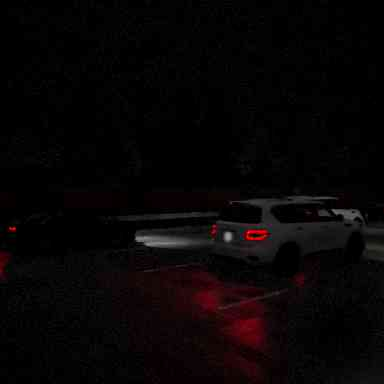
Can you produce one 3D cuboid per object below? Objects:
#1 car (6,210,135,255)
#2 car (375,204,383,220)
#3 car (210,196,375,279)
[{"bbox_3d":[-4.657,1.502,13.341,4.892,1.490,1.837,1,0,-36],"label":"car"},{"bbox_3d":[13.819,1.505,26.734,4.892,1.490,1.837,0,0,-36],"label":"car"},{"bbox_3d":[3.111,1.223,10.317,5.566,2.045,2.150,0,0,-36],"label":"car"}]
